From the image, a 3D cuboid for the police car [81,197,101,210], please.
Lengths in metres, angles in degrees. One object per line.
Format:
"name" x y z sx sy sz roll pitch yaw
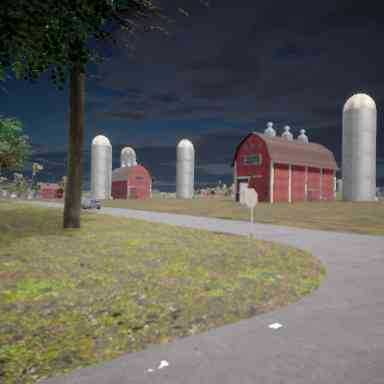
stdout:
"police car" -12.994 1.395 41.651 2.038 1.542 4.974 2 -1 -35
